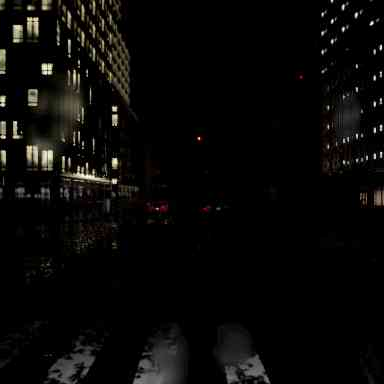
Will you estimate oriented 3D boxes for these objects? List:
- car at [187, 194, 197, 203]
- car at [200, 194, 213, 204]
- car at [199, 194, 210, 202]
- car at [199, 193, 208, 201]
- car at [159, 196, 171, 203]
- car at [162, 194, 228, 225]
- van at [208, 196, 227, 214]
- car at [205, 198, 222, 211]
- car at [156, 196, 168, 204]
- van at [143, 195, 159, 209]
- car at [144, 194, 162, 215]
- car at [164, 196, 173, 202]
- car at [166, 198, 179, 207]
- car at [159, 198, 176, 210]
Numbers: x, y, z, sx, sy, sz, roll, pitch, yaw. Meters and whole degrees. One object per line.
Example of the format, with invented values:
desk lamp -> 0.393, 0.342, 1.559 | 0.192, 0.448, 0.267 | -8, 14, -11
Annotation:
car -> 0.079, 1.351, 72.801 | 2.097, 1.767, 4.553 | 0, 0, 0
car -> 2.730, 1.312, 63.571 | 2.192, 1.841, 5.009 | 0, 0, 0
car -> 2.781, 1.311, 74.650 | 2.192, 1.841, 5.009 | 0, 0, 0
car -> 2.833, 1.308, 85.729 | 2.192, 1.841, 5.009 | 0, 0, 0
car -> -5.626, 1.547, 69.148 | 2.008, 1.369, 4.403 | 0, 0, 0
car -> 0.309, 1.217, 24.284 | 2.150, 2.045, 5.566 | -2, 1, -34
van -> 2.715, 1.340, 35.879 | 1.690, 1.788, 3.998 | 0, 0, 0
car -> 2.650, 1.544, 41.417 | 1.887, 1.381, 4.507 | 0, 0, 0
car -> -5.651, 1.563, 63.610 | 1.947, 1.339, 4.313 | 0, 0, 0
van -> -5.727, 1.340, 46.992 | 1.690, 1.788, 3.998 | 0, 0, 0
car -> -3.200, 1.221, 33.569 | 2.150, 2.045, 5.566 | 0, 0, 0
car -> -5.574, 1.577, 80.228 | 1.802, 1.307, 4.206 | 0, 0, 0
car -> -3.101, 1.599, 53.421 | 1.895, 1.301, 4.718 | 0, 0, 0
car -> -3.155, 1.525, 43.348 | 1.812, 1.442, 4.674 | 0, 0, 0
